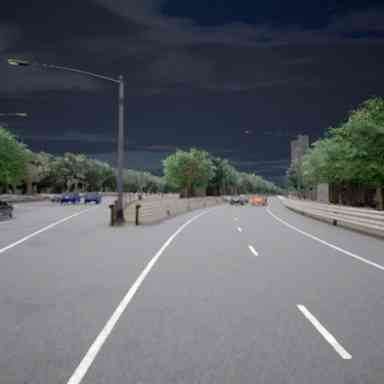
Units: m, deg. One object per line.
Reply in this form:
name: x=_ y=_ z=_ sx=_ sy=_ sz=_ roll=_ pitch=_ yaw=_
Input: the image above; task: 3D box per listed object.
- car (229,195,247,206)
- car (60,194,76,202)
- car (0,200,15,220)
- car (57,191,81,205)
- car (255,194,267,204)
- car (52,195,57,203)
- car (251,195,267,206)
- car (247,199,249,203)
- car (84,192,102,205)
car: x=7.657 y=1.345 z=56.374 sx=2.097 sy=1.767 sz=4.553 roll=1 pitch=0 yaw=14
car: x=-24.408 y=1.136 z=65.788 sx=1.812 sy=1.442 sz=4.674 roll=1 pitch=0 yaw=-5
car: x=-14.872 y=1.305 z=24.974 sx=1.837 sy=1.490 sz=4.892 roll=1 pitch=0 yaw=-11
car: x=-19.390 y=0.911 z=53.342 sx=2.150 sy=2.045 sz=5.566 roll=1 pitch=0 yaw=-7
car: x=13.722 y=1.364 z=65.997 sx=2.097 sy=1.767 sz=4.553 roll=1 pitch=0 yaw=14
car: x=-23.713 y=1.156 z=59.631 sx=1.812 sy=1.442 sz=4.674 roll=1 pitch=-1 yaw=-6
car: x=11.258 y=1.380 z=56.334 sx=2.097 sy=1.767 sz=4.553 roll=1 pitch=0 yaw=14
car: x=10.139 y=1.559 z=66.118 sx=1.994 sy=1.385 sz=4.181 roll=1 pitch=0 yaw=14
car: x=-16.067 y=0.949 z=54.158 sx=2.150 sy=2.045 sz=5.566 roll=1 pitch=0 yaw=-7
